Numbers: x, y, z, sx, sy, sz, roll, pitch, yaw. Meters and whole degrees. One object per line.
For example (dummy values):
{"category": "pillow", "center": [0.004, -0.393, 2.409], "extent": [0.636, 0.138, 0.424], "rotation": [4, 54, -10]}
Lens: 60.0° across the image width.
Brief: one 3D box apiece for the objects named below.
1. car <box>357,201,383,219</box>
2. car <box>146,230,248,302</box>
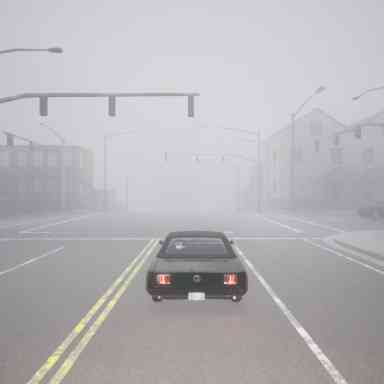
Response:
{"category": "car", "center": [16.674, 1.477, 28.200], "extent": [5.008, 1.535, 1.882], "rotation": [0, 0, -1]}
{"category": "car", "center": [0.106, 1.601, 8.234], "extent": [1.895, 1.301, 4.718], "rotation": [0, 0, 0]}
